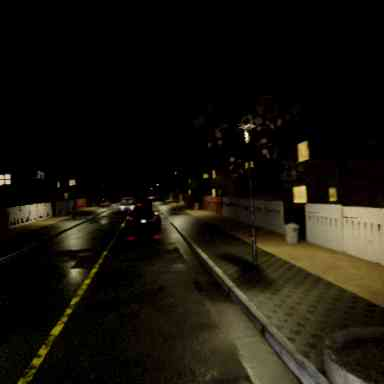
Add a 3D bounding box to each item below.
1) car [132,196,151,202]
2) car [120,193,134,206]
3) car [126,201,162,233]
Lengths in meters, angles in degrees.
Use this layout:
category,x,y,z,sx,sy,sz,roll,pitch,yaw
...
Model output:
category,x,y,z,sx,sy,sz,roll,pitch,yaw
car,-5.313,1.443,37.021,1.837,1.490,4.892,-3,1,-8
car,-11.192,1.271,57.961,2.150,2.045,5.566,-3,0,-8
car,-2.867,1.529,19.858,1.994,1.385,4.181,-3,1,-7
